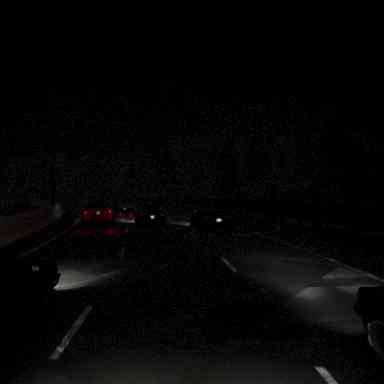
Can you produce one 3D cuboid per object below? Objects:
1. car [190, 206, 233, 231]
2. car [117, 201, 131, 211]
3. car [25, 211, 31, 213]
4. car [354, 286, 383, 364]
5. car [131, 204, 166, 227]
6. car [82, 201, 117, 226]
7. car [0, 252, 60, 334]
[{"bbox_3d":[1.131,1.598,21.054,1.994,1.385,4.181,0,0,-12],"label":"car"},{"bbox_3d":[-8.756,1.698,40.905,1.895,1.301,4.718,0,0,-23],"label":"car"},{"bbox_3d":[-17.876,1.660,35.212,2.033,1.411,5.357,0,0,-22],"label":"car"},{"bbox_3d":[3.406,1.596,2.846,1.895,1.301,4.718,0,0,-2],"label":"car"},{"bbox_3d":[-3.047,1.615,23.725,1.994,1.385,4.181,0,0,-13],"label":"car"},{"bbox_3d":[-6.709,1.414,24.003,2.097,1.767,4.553,0,0,-14],"label":"car"},{"bbox_3d":[-3.657,1.567,4.827,2.033,1.411,5.357,0,0,-4],"label":"car"}]
